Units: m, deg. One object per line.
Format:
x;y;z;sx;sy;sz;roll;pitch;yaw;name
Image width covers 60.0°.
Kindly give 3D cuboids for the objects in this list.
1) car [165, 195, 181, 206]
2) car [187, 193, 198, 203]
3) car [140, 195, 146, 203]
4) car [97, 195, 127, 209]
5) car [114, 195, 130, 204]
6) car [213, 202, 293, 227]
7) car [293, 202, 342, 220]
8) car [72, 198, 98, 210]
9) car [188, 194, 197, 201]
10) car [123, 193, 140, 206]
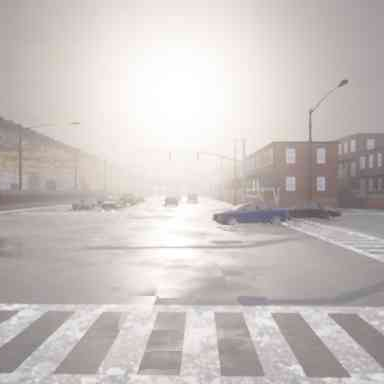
-3.334;1.332;54.862;2.097;1.767;4.553;0;0;0;car
0.086;1.187;71.250;2.150;2.045;5.566;0;0;0;car
-10.431;1.481;67.401;1.837;1.490;4.892;0;0;0;car
-10.521;1.531;44.327;2.033;1.411;5.357;0;0;0;car
-13.931;1.467;66.407;2.128;1.511;4.902;0;0;0;car
3.873;1.469;22.523;5.008;1.535;1.882;0;-1;-12;car
9.215;1.538;27.096;5.357;1.411;2.033;0;0;3;car
-14.026;1.585;43.423;1.895;1.301;4.718;0;0;0;car
0.099;1.276;81.692;2.097;1.767;4.553;0;0;0;car
-10.498;1.202;54.806;2.150;2.045;5.566;0;0;0;car
